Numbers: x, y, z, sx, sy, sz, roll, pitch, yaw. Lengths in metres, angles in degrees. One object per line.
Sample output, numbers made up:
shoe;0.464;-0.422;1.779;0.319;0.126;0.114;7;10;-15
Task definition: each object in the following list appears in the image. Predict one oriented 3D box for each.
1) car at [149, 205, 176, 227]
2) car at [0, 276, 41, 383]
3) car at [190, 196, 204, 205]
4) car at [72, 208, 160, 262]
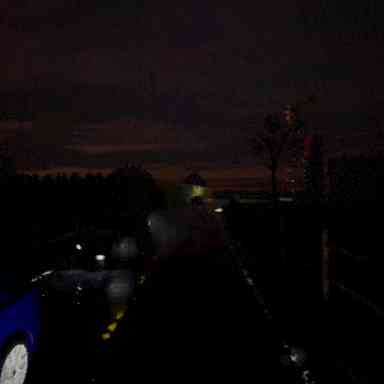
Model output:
car;-2.209;1.556;22.583;1.994;1.385;4.181;0;0;4
car;-2.803;1.476;2.074;1.882;1.535;5.008;0;0;0
car;0.903;1.450;58.312;1.882;1.535;5.008;0;0;8
car;-2.638;1.543;12.454;2.033;1.411;5.357;0;0;2
